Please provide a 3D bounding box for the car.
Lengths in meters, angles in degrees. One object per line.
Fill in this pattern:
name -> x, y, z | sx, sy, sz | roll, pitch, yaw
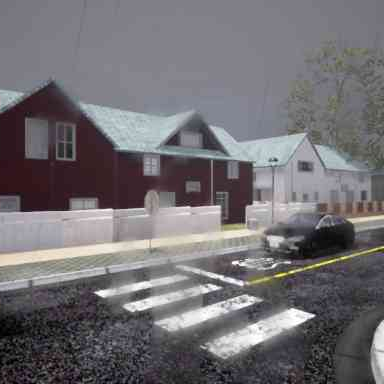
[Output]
car -> 4.705, 1.588, 13.159 | 4.902, 1.511, 2.128 | 0, 0, -41
